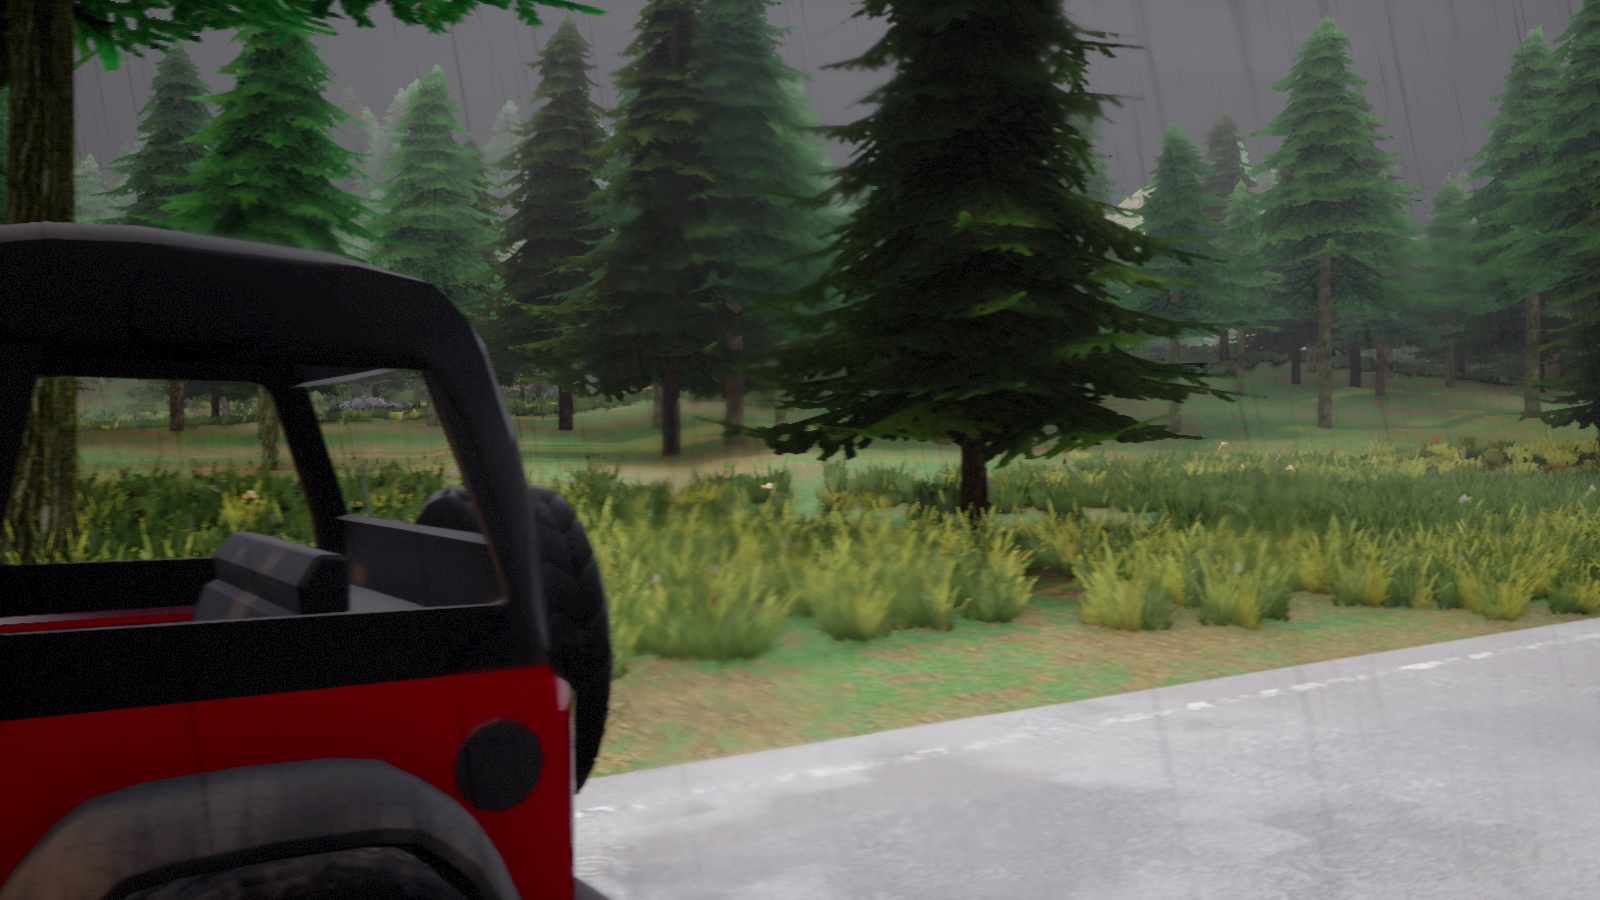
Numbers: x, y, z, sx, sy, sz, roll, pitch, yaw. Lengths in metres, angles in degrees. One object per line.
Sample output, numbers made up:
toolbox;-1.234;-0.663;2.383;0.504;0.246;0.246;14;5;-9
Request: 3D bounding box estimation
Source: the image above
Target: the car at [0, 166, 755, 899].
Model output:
car;-2.218;0.551;2.116;3.866;1.878;1.905;0;0;-35
